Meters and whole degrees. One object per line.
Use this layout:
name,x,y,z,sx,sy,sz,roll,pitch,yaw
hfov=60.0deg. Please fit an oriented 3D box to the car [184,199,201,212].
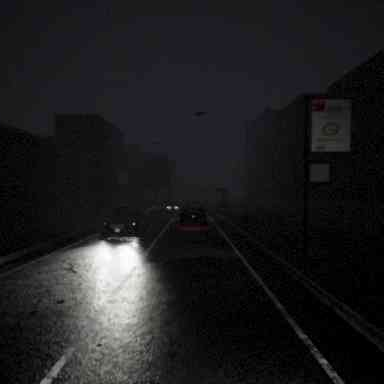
car,0.035,1.686,42.666,2.128,1.511,4.902,0,-1,0

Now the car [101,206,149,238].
car,-3.510,1.552,18.117,2.128,1.511,4.902,0,0,0

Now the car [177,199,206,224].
car,0.086,1.572,25.585,1.882,1.535,5.008,0,0,0

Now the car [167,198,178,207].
car,-3.309,1.844,58.652,2.033,1.411,5.357,0,0,1
